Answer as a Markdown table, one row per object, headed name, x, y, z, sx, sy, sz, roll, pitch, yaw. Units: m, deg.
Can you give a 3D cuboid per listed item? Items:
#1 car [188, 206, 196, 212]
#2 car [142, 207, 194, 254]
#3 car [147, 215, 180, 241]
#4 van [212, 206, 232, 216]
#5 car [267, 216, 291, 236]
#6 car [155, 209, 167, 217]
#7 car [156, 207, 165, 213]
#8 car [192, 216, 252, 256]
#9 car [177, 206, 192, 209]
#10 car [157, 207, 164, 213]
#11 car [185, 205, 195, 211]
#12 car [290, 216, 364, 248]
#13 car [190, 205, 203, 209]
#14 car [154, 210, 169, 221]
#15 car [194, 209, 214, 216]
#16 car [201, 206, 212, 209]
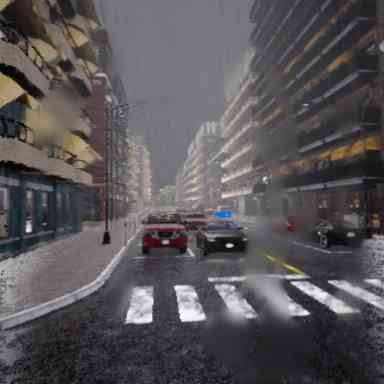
| name | x | y | z | sx | sy | sz | roll | pitch | yaw |
| --- | --- | --- | --- | --- | --- | --- | --- | --- | --- |
| car | -0.115 | 4.540 | 89.336 | 1.752 | 1.417 | 4.829 | 0 | -2 | -6 |
| car | -1.345 | 1.852 | 16.360 | 2.192 | 1.841 | 5.009 | 0 | -2 | -6 |
| car | -1.892 | 2.276 | 21.893 | 1.887 | 1.381 | 4.507 | 0 | -2 | -6 |
| van | 4.268 | 2.795 | 44.848 | 1.690 | 1.788 | 3.998 | 0 | -2 | -6 |
| car | 6.451 | 2.259 | 22.675 | 1.802 | 1.307 | 4.206 | 0 | -2 | -6 |
| car | -5.167 | 3.461 | 55.137 | 1.947 | 1.339 | 4.313 | 0 | -2 | -6 |
| car | -7.351 | 4.218 | 77.302 | 1.887 | 1.381 | 4.507 | 0 | -2 | -6 |
| car | 1.335 | 2.043 | 15.419 | 1.994 | 1.385 | 4.181 | 0 | -2 | -6 |
| car | -1.418 | 2.981 | 43.841 | 1.837 | 1.490 | 4.892 | 0 | -3 | -5 |
| car | -7.896 | 4.449 | 82.840 | 1.802 | 1.307 | 4.206 | 0 | -2 | -6 |
| car | -0.643 | 4.519 | 94.716 | 2.192 | 1.841 | 5.009 | 0 | -2 | -6 |
| car | 6.997 | 2.049 | 17.135 | 1.947 | 1.339 | 4.313 | 0 | -2 | -6 |
| car | 1.540 | 3.740 | 72.552 | 2.192 | 1.841 | 5.009 | 0 | -2 | -6 |
| car | -4.075 | 3.073 | 44.055 | 1.947 | 1.339 | 4.313 | 0 | -2 | -6 |
| car | 0.243 | 2.346 | 26.535 | 1.882 | 1.535 | 5.008 | 0 | -2 | -6 |
| car | 3.176 | 3.386 | 55.921 | 1.887 | 1.381 | 4.507 | 0 | -2 | -6 |
